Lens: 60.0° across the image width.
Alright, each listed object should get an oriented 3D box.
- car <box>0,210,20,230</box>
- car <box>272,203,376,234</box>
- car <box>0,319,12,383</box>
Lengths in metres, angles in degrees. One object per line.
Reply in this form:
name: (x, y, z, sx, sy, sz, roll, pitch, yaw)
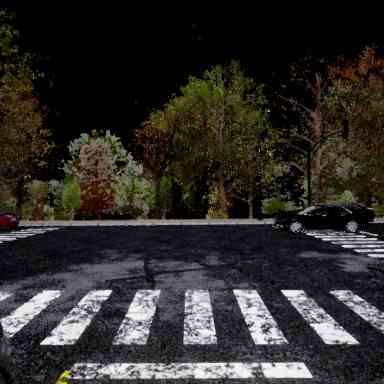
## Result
car: (-13.539, 1.758, 21.586, 4.181, 1.385, 1.994, -1, -1, 1)
car: (6.860, 1.447, 18.038, 4.892, 1.490, 1.837, 0, -1, 1)
car: (-2.837, 1.355, 1.304, 2.097, 1.767, 4.553, 0, 0, 2)
